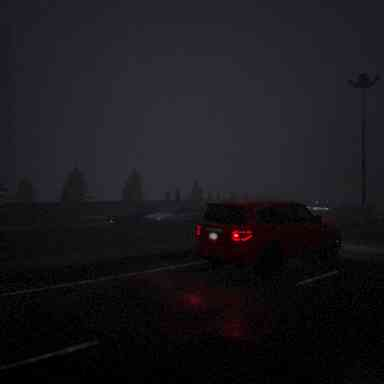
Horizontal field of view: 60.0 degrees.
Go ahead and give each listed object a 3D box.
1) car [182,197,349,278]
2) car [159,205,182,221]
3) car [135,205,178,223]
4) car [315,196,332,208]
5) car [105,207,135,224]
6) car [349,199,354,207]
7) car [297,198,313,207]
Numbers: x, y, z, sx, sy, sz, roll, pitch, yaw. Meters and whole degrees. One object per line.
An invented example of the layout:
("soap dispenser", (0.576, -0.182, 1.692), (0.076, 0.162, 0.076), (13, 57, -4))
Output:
("car", (2.590, 1.274, 10.584), (5.566, 2.045, 2.150), (0, 0, -41))
("car", (1.003, 1.632, 18.798), (5.357, 1.411, 2.033), (0, 0, -43))
("car", (-1.092, 1.620, 21.716), (4.674, 1.442, 1.812), (0, 0, -44))
("car", (21.731, 1.634, 54.695), (2.097, 1.767, 4.553), (0, 0, 29))
("car", (-3.817, 1.699, 23.902), (4.718, 1.301, 1.895), (0, 0, -44))
("car", (24.389, 1.824, 52.237), (2.033, 1.411, 5.357), (0, 0, 29))
("car", (20.079, 1.802, 58.995), (1.837, 1.490, 4.892), (0, 0, 29))
